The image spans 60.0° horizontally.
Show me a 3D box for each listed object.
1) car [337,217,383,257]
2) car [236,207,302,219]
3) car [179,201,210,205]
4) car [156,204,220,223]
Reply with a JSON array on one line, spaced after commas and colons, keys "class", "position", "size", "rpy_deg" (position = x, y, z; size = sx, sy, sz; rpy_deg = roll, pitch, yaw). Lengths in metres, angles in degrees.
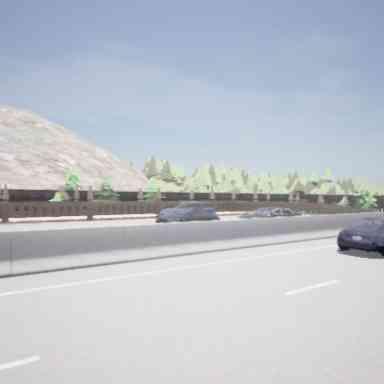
[{"class": "car", "position": [7.823, 1.722, 13.637], "size": [4.181, 1.385, 1.994], "rpy_deg": [1, 0, -36]}, {"class": "car", "position": [4.696, 1.666, 20.251], "size": [4.902, 1.511, 2.128], "rpy_deg": [1, 0, -36]}, {"class": "car", "position": [-0.291, 1.516, 25.291], "size": [4.553, 1.767, 2.097], "rpy_deg": [1, 0, -36]}, {"class": "car", "position": [-0.185, 1.701, 21.065], "size": [4.181, 1.385, 1.994], "rpy_deg": [1, 0, -36]}]
